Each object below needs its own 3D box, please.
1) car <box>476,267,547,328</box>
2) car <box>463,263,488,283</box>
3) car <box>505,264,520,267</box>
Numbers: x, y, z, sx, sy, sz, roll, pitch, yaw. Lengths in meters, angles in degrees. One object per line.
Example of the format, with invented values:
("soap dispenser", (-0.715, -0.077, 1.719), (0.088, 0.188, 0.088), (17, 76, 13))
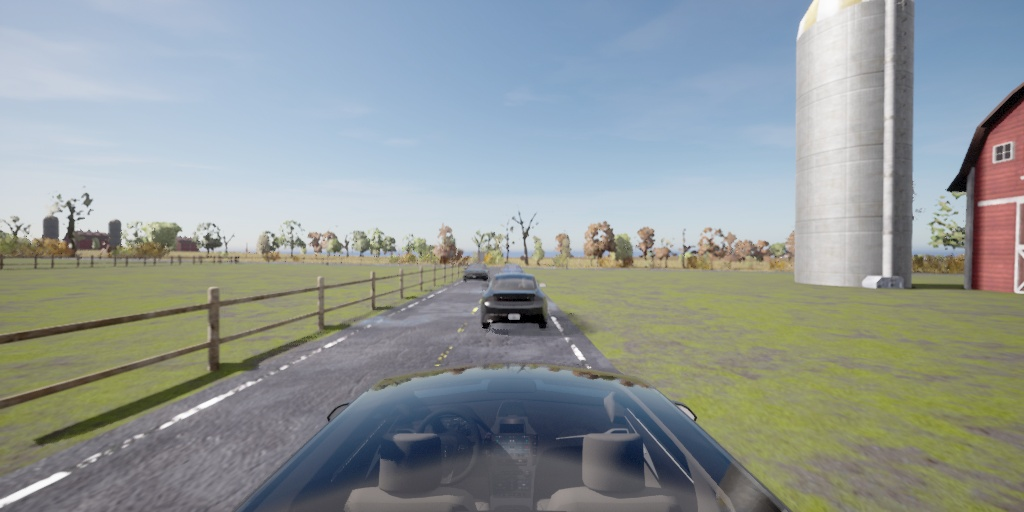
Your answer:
("car", (0.062, 1.296, 11.533), (1.837, 1.490, 4.892), (0, 0, 0))
("car", (-2.906, 1.346, 29.999), (1.882, 1.535, 5.008), (0, 0, 0))
("car", (0.038, 1.421, 31.074), (2.033, 1.411, 5.357), (0, 0, 0))
